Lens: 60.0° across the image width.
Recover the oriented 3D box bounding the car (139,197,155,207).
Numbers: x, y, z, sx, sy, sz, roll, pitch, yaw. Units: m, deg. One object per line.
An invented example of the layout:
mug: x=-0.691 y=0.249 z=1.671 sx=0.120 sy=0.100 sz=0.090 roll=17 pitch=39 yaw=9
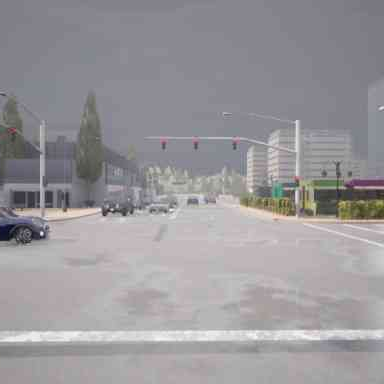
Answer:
car: x=-7.050 y=1.561 z=52.232 sx=1.994 sy=1.385 sz=4.181 roll=0 pitch=0 yaw=0

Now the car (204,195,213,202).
car: x=3.557 y=1.392 z=73.872 sx=1.812 sy=1.442 sz=4.674 roll=0 pitch=0 yaw=0

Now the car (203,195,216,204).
car: x=3.549 y=1.488 z=63.596 sx=2.128 sy=1.511 sz=4.902 roll=0 pitch=0 yaw=0

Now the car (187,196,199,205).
car: x=0.156 y=1.474 z=60.365 sx=1.882 sy=1.535 sz=5.008 roll=0 pitch=0 yaw=0

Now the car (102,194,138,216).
car: x=-7.088 y=1.220 z=32.387 sx=2.150 sy=2.045 sz=5.566 roll=0 pitch=0 yaw=1

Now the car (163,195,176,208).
car: x=-3.563 y=1.502 z=46.040 sx=1.837 sy=1.490 sz=4.892 roll=0 pitch=0 yaw=0

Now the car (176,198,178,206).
car: x=-3.540 y=1.349 z=55.904 sx=2.097 sy=1.767 sz=4.553 roll=0 pitch=0 yaw=0

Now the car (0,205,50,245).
car: x=-8.742 y=1.350 z=14.619 sx=4.553 sy=1.767 sz=2.097 roll=0 pitch=0 yaw=-17

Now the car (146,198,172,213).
car: x=-3.572 y=1.599 z=36.725 sx=1.895 sy=1.301 sz=4.718 roll=0 pitch=0 yaw=0

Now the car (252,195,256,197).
car: x=17.853 y=1.151 z=83.858 sx=3.866 sy=1.878 sz=1.905 roll=0 pitch=0 yaw=-1

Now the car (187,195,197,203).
car: x=0.058 y=1.520 z=74.170 sx=2.128 sy=1.511 sz=4.902 roll=0 pitch=0 yaw=0

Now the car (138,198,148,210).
car: x=-7.067 y=1.489 z=42.275 sx=2.128 sy=1.511 sz=4.902 roll=0 pitch=0 yaw=0
